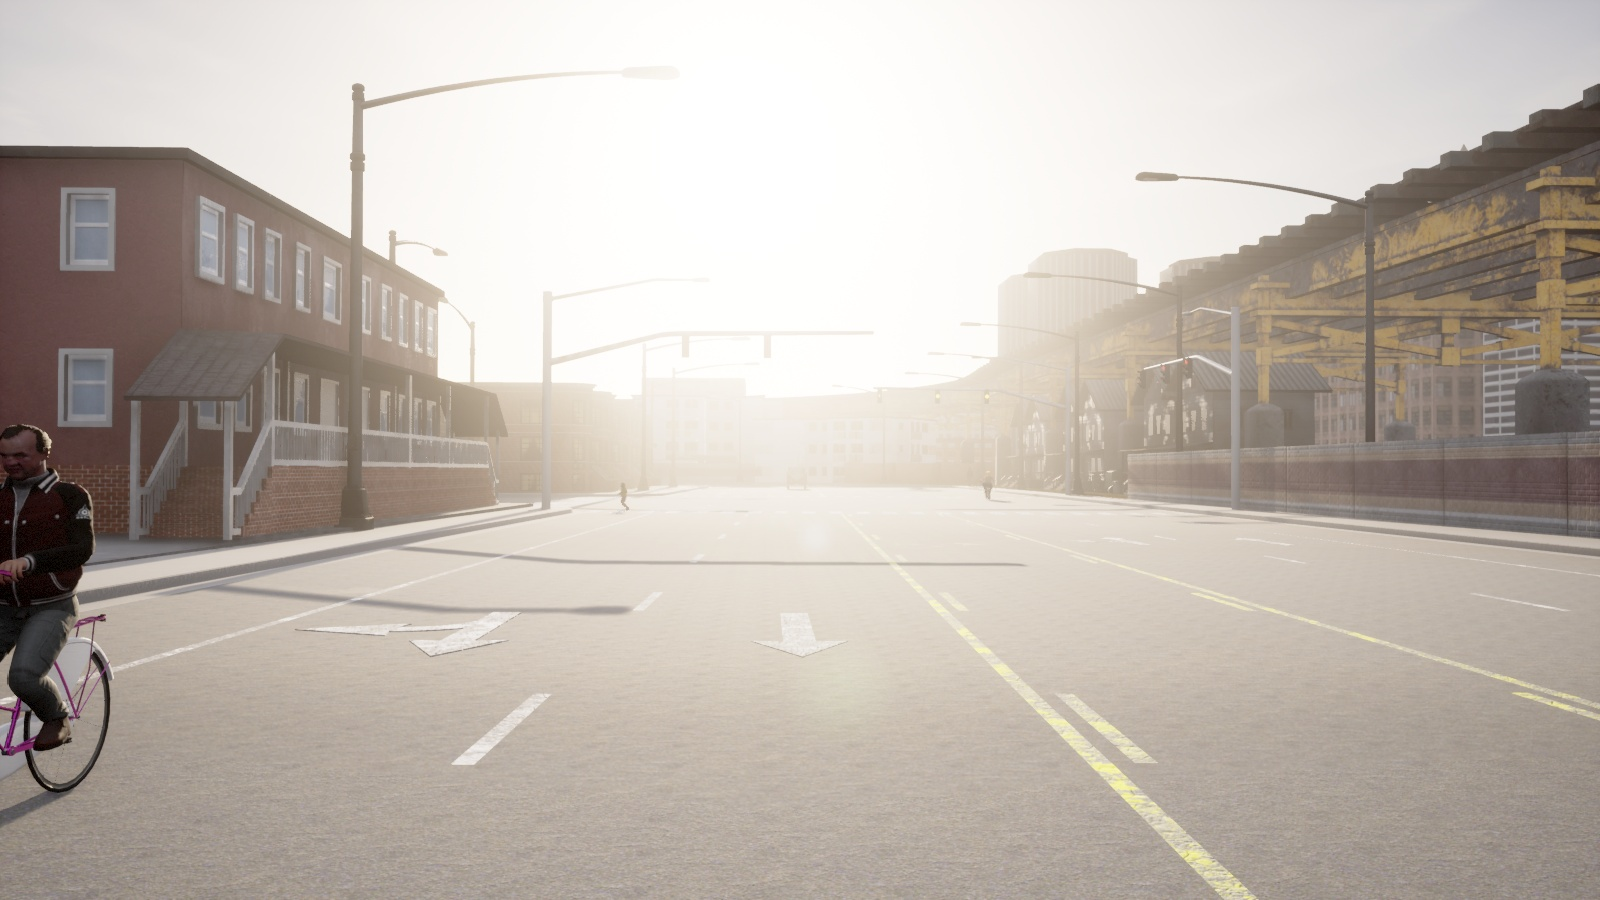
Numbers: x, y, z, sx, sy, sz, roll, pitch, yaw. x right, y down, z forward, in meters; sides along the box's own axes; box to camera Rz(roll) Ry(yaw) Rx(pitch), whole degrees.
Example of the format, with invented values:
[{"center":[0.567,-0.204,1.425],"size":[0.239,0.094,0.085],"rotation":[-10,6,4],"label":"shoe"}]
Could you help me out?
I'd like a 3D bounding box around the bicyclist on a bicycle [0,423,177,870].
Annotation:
[{"center":[-3.513,0.791,5.486],"size":[0.659,1.776,1.843],"rotation":[0,-1,0],"label":"bicyclist on a bicycle"}]
